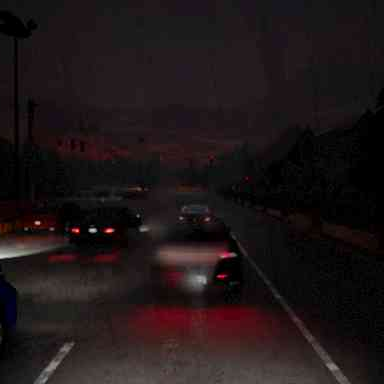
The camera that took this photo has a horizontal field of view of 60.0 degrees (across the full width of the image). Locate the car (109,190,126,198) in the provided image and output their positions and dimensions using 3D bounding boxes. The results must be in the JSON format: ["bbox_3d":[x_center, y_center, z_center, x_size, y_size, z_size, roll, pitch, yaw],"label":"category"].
[{"bbox_3d":[-13.686,0.334,63.881,2.128,1.511,4.902,0,1,1],"label":"car"}]

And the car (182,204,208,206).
[{"bbox_3d":[0.174,1.284,17.786,1.895,1.301,4.718,0,1,0],"label":"car"}]

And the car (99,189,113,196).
[{"bbox_3d":[-20.565,0.032,79.625,1.882,1.535,5.008,0,1,0],"label":"car"}]

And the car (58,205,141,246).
[{"bbox_3d":[-3.348,1.304,13.773,2.033,1.411,5.357,0,1,0],"label":"car"}]

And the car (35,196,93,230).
[{"bbox_3d":[-6.843,1.172,17.186,1.882,1.535,5.008,0,1,0],"label":"car"}]

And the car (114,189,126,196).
[{"bbox_3d":[-17.066,0.112,79.366,1.994,1.385,4.181,0,1,0],"label":"car"}]

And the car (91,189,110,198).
[{"bbox_3d":[-17.178,0.445,63.758,1.895,1.301,4.718,0,1,1],"label":"car"}]

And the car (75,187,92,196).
[{"bbox_3d":[-20.670,0.058,64.115,2.150,2.045,5.566,0,1,1],"label":"car"}]

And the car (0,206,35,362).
[{"bbox_3d":[-3.391,1.188,2.044,2.150,2.045,5.566,0,1,0],"label":"car"}]

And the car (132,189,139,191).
[{"bbox_3d":[-13.567,0.085,79.299,1.812,1.442,4.674,0,1,0],"label":"car"}]

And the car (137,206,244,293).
[{"bbox_3d":[0.127,1.345,8.457,2.128,1.511,4.902,0,1,0],"label":"car"}]
